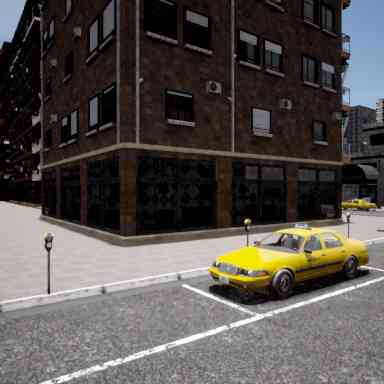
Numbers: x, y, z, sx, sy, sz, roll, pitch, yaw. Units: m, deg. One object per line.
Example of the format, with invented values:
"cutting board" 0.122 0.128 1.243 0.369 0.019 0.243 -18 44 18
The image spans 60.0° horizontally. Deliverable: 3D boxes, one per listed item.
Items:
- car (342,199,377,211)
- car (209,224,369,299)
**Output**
"car" 19.289 1.469 39.688 1.752 1.417 4.829 0 0 -35
"car" 2.638 1.525 8.454 4.829 1.417 1.752 0 0 -36
